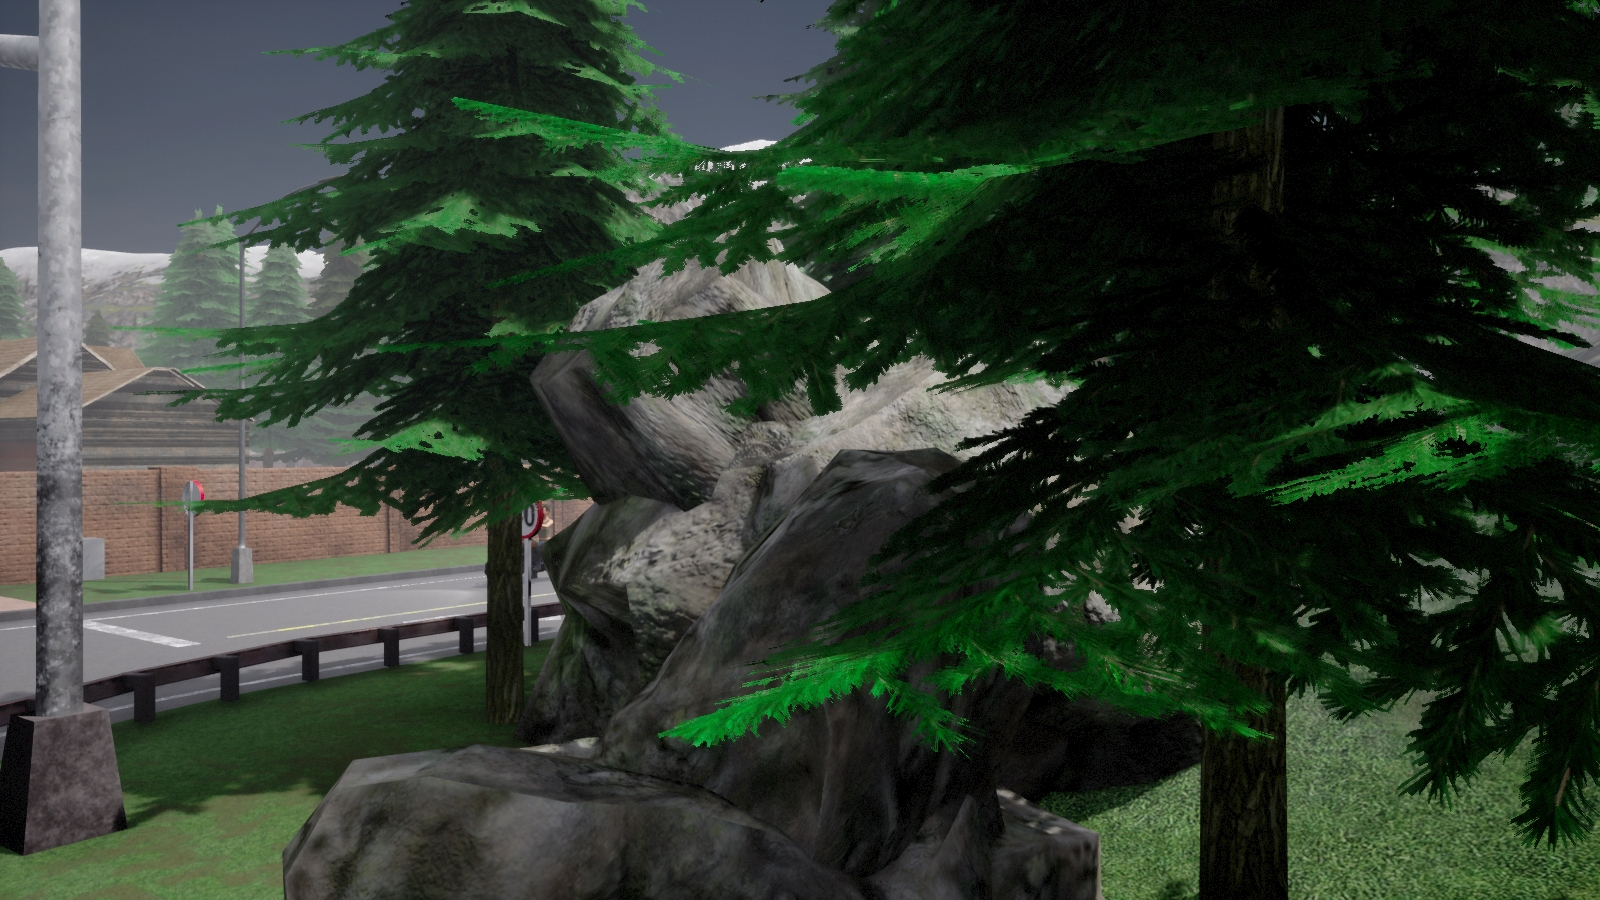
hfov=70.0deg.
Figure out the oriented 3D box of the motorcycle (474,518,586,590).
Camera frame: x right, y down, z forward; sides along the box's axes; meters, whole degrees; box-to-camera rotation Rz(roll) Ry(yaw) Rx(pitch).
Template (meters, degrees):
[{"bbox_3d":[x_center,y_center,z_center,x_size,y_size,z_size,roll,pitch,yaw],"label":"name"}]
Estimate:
[{"bbox_3d":[-5.636,2.150,24.014,0.764,1.277,2.356,0,0,36],"label":"motorcycle"}]
